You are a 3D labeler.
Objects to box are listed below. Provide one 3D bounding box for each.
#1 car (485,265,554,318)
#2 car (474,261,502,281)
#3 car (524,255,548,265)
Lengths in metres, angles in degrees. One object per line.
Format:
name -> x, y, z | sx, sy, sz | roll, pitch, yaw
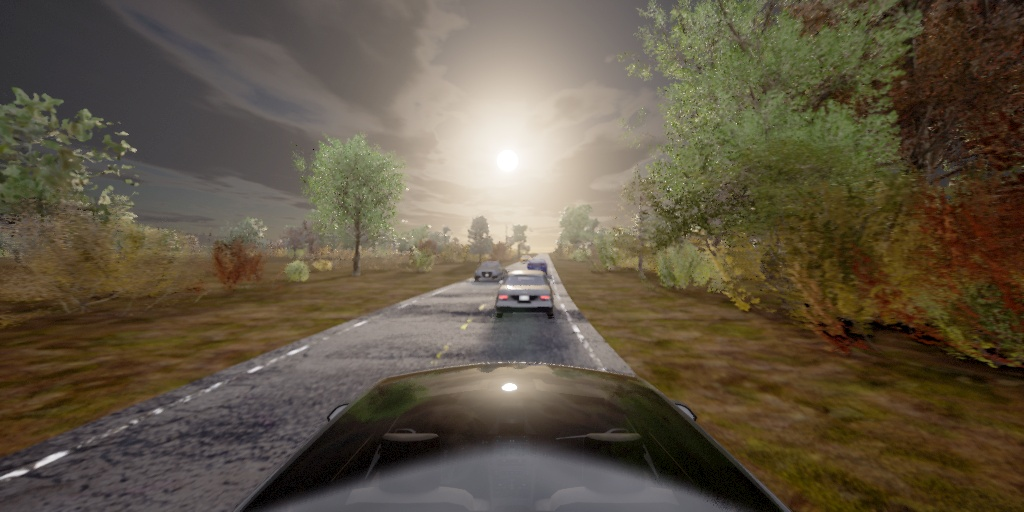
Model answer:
car -> 0.493, 1.203, 12.567 | 2.033, 1.411, 5.357 | 0, 0, 3
car -> -1.542, 1.093, 26.627 | 1.994, 1.385, 4.181 | 0, 1, 6
car -> 2.445, 0.935, 34.599 | 1.882, 1.535, 5.008 | 0, 1, 6
